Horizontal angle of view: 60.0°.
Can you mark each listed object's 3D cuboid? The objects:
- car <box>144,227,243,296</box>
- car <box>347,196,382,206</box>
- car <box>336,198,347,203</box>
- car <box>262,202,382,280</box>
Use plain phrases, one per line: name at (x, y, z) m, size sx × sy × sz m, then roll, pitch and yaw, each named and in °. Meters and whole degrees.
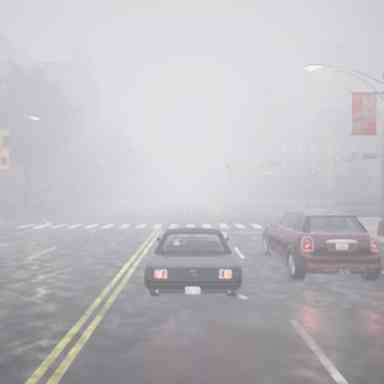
car at (0.024, 1.546, 8.450) m, size 1.895 × 1.301 × 4.718 m, roll 0°, pitch 0°, yaw 0°
car at (22.664, 1.288, 42.490) m, size 4.181 × 1.385 × 1.994 m, roll 0°, pitch 0°, yaw 0°
car at (22.749, 1.250, 45.990) m, size 5.357 × 1.411 × 2.033 m, roll 0°, pitch 0°, yaw 0°
car at (3.518, 1.287, 9.925) m, size 2.097 × 1.767 × 4.553 m, roll 0°, pitch 0°, yaw 0°
